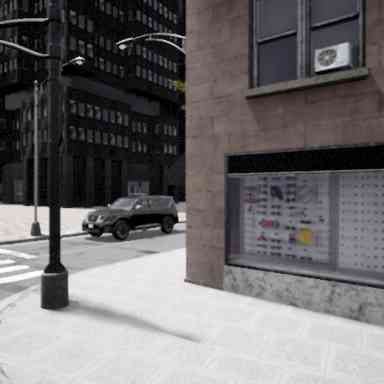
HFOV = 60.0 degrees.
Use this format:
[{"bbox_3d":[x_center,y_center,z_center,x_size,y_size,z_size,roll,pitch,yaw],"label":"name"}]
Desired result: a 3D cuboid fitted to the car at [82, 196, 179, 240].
[{"bbox_3d":[-3.008,1.229,17.562,2.150,2.045,5.566,0,0,37],"label":"car"}]
